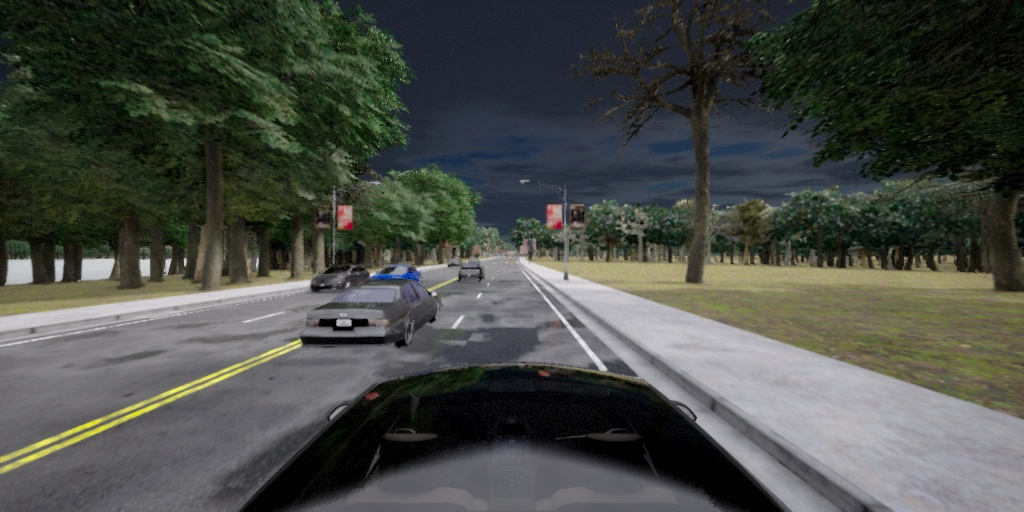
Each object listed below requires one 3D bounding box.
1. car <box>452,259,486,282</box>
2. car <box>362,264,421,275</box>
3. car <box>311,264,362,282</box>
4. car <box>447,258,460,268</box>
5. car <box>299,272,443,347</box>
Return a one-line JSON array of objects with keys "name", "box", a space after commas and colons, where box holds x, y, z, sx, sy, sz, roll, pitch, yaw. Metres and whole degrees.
[{"name": "car", "box": [-3.230, 1.265, 29.315, 2.128, 1.511, 4.902, 0, 0, 0]}, {"name": "car", "box": [-6.639, 1.243, 20.850, 1.882, 1.535, 5.008, 0, 0, 0]}, {"name": "car", "box": [-9.891, 1.271, 21.106, 1.837, 1.490, 4.892, 0, 0, 0]}, {"name": "car", "box": [-9.980, 1.173, 62.923, 2.097, 1.767, 4.553, 0, 0, 1]}, {"name": "car", "box": [-3.160, 1.303, 9.249, 2.033, 1.411, 5.357, 0, 0, 0]}]
